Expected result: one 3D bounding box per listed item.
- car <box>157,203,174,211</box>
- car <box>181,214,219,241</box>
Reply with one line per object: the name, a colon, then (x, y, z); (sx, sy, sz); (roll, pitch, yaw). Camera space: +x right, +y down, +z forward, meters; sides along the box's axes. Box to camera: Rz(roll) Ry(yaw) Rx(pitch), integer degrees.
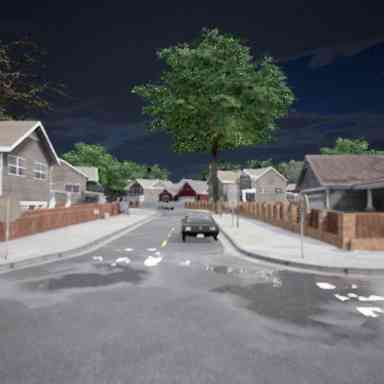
car: (-5.006, 2.777, 62.794); (1.994, 1.385, 4.181); (1, -2, -27)
car: (0.326, 1.864, 18.435); (1.895, 1.301, 4.718); (0, -1, -2)
